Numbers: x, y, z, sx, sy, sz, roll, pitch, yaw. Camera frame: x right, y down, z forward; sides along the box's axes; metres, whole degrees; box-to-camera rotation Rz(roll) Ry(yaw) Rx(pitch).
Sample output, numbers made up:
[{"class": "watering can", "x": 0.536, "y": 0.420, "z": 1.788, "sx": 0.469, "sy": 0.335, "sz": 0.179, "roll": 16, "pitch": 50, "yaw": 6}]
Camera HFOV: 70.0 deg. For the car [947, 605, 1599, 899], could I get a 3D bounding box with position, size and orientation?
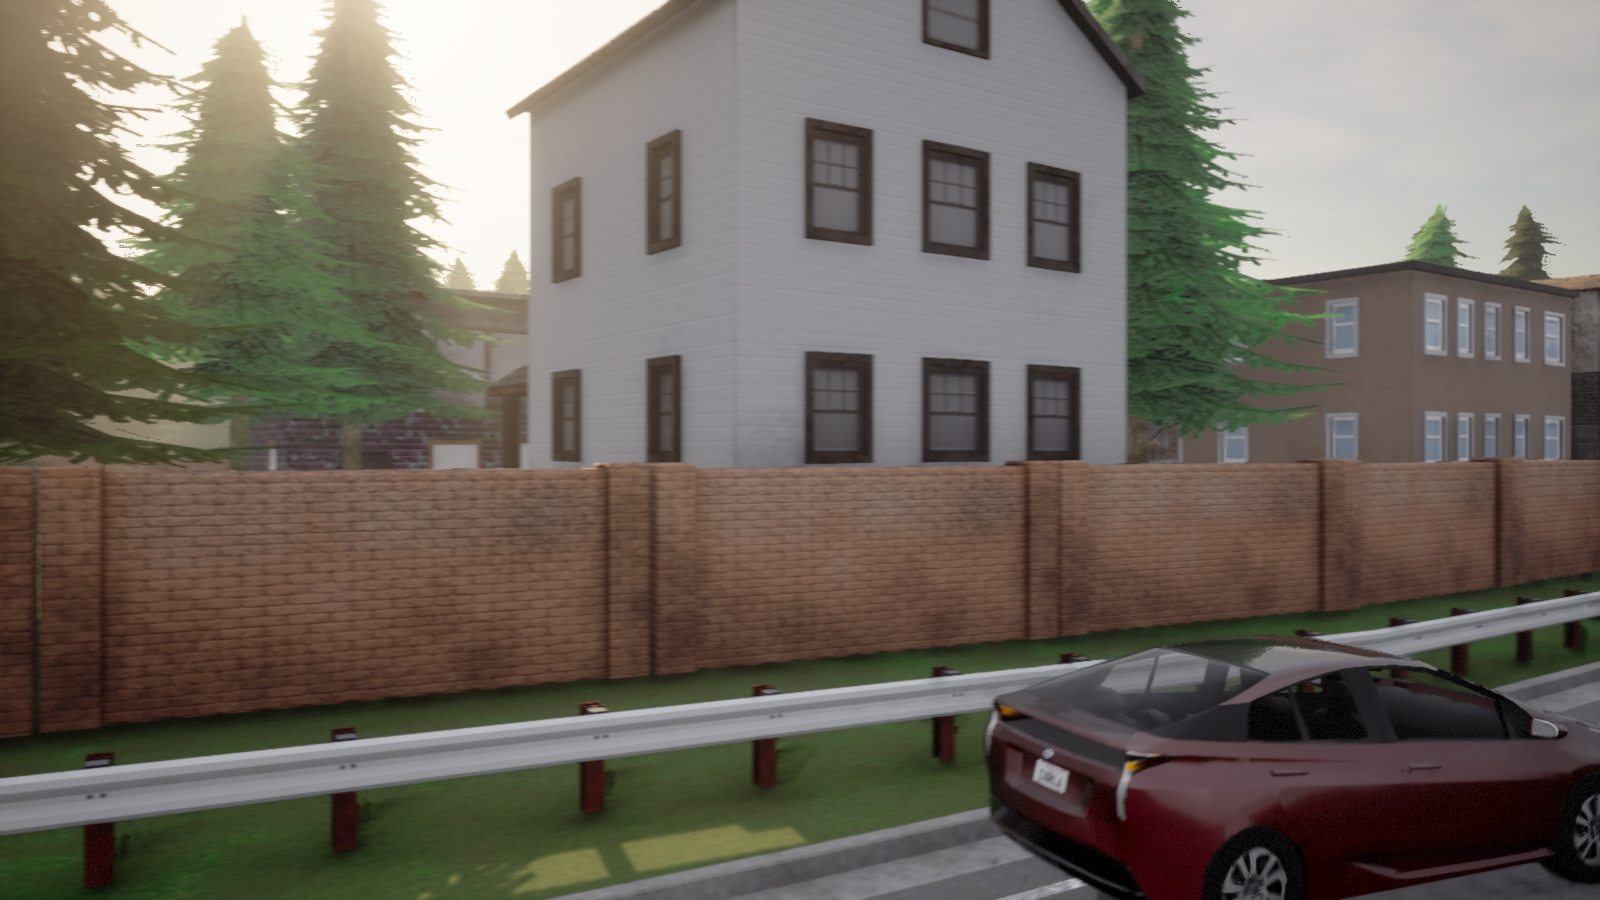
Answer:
[{"class": "car", "x": 3.461, "y": 2.040, "z": 7.640, "sx": 4.514, "sy": 1.525, "sz": 2.007, "roll": 0, "pitch": 0, "yaw": -23}]
